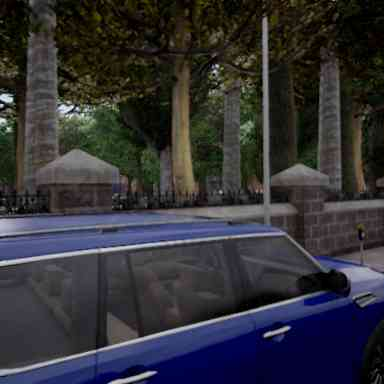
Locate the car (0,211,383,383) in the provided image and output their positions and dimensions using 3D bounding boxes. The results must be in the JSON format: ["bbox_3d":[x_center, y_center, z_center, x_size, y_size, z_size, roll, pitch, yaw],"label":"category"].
[{"bbox_3d":[-0.074,1.215,3.186,5.566,2.045,2.150,-1,0,-36],"label":"car"}]
